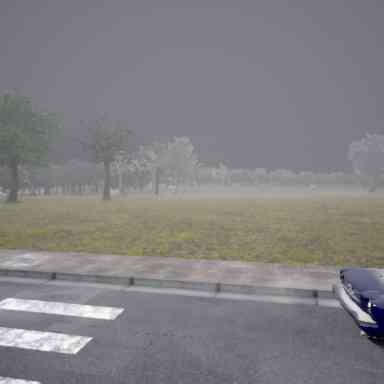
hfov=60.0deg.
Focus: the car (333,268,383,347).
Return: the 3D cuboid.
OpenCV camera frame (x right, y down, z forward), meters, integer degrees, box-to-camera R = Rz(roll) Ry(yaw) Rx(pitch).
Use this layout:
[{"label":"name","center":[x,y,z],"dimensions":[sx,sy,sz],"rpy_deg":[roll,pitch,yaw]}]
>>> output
[{"label":"car","center":[4.565,1.582,4.603],"dimensions":[4.718,1.301,1.895],"rpy_deg":[1,1,12]}]
